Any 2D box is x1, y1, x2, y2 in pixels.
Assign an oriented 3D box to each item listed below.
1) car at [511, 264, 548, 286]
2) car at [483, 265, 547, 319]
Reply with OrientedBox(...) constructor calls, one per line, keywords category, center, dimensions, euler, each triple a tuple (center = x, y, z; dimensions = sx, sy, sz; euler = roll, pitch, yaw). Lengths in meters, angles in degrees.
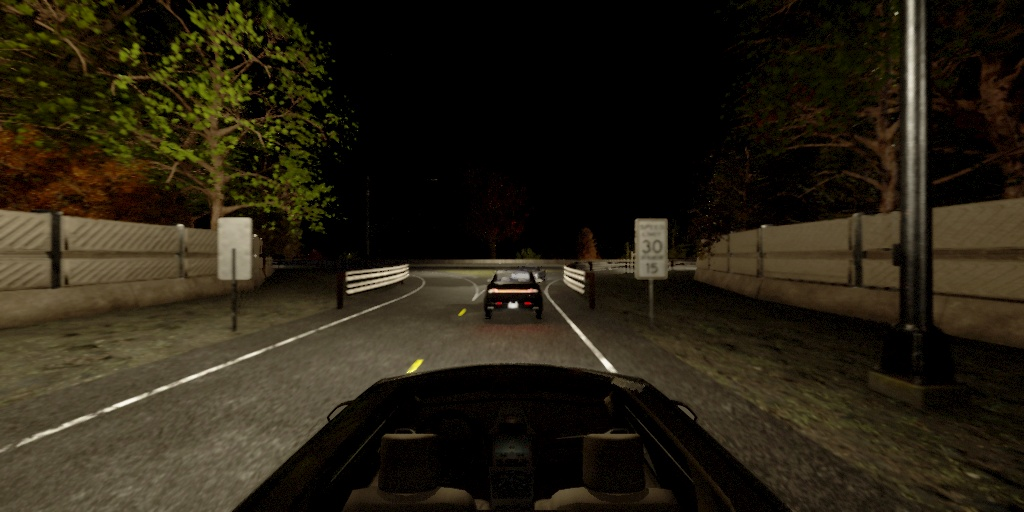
OrientedBox(category="car", center=(1.409, 1.333, 26.587), dimensions=(1.895, 1.301, 4.718), euler=(0, 0, 13))
OrientedBox(category="car", center=(0.081, 1.232, 12.766), dimensions=(2.128, 1.511, 4.902), euler=(0, 0, 1))
